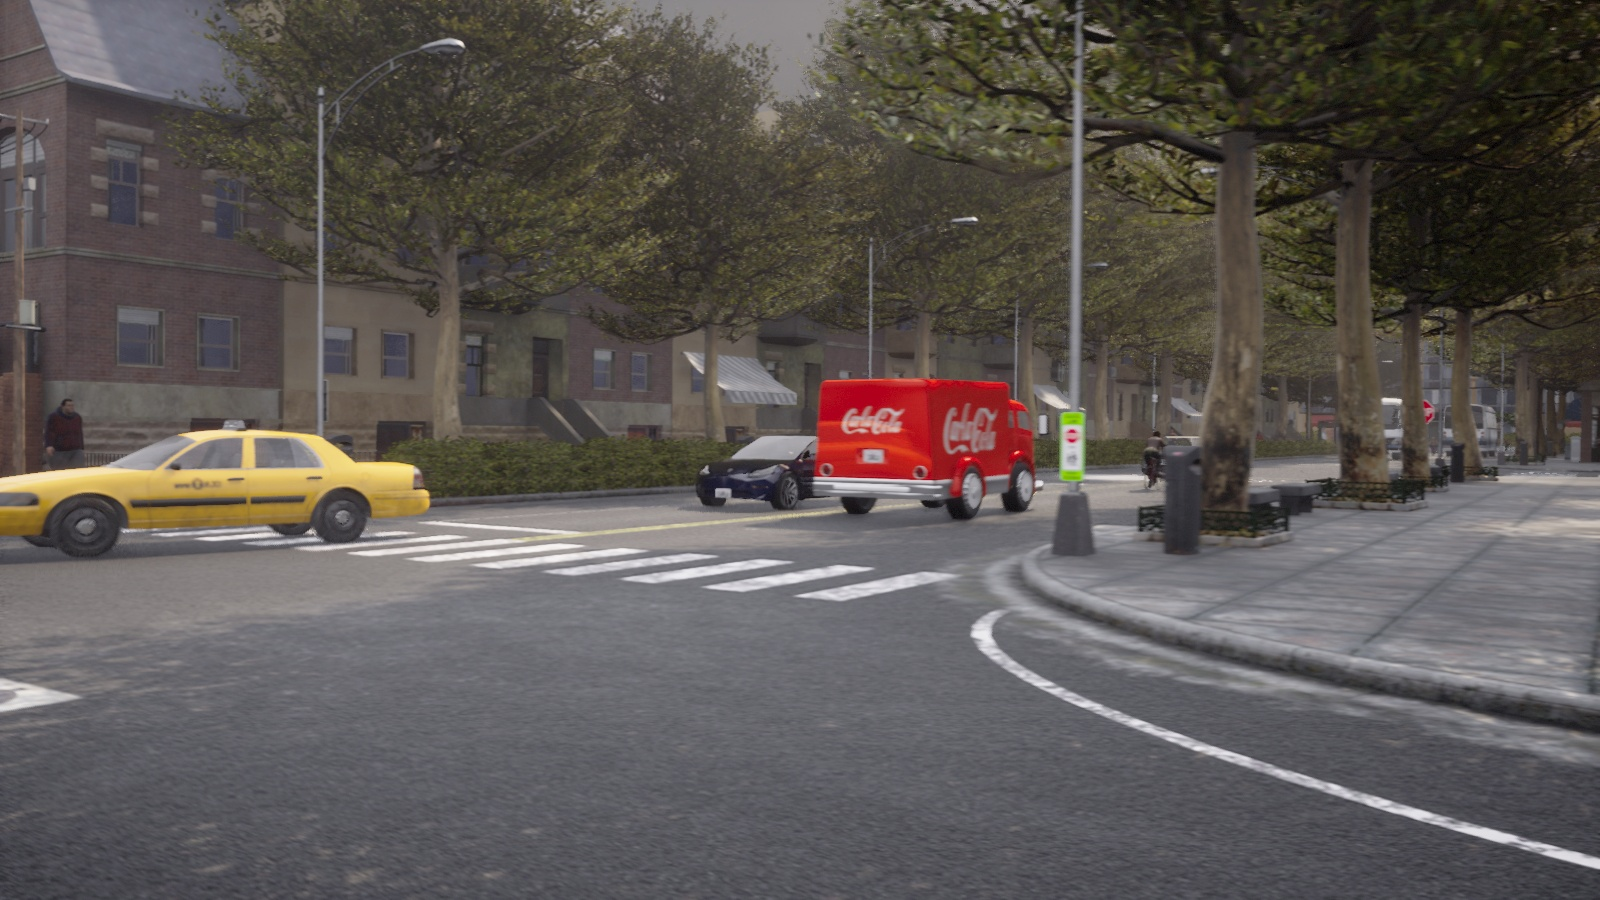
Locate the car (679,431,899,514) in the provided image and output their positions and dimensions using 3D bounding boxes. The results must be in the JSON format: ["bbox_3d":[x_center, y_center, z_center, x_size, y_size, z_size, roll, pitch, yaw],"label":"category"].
[{"bbox_3d":[-0.094,0.383,25.564,2.163,1.488,4.792,0,1,33],"label":"car"}]

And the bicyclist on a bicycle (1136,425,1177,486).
[{"bbox_3d":[9.674,0.131,34.071,0.582,1.620,1.656,0,1,33],"label":"bicyclist on a bicycle"}]

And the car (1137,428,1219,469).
[{"bbox_3d":[14.355,-0.083,47.583,1.970,1.475,3.806,0,1,33],"label":"car"}]

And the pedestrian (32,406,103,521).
[{"bbox_3d":[-11.985,0.210,20.548,0.899,1.844,0.634,0,1,31],"label":"pedestrian"}]

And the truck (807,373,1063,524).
[{"bbox_3d":[2.671,-0.091,23.396,2.627,2.467,5.204,0,2,33],"label":"truck"}]

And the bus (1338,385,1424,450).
[{"bbox_3d":[40.731,-2.212,87.752,3.944,4.253,10.273,0,1,33],"label":"bus"}]

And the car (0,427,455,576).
[{"bbox_3d":[-7.257,0.520,15.838,5.366,1.575,1.801,-1,1,-43],"label":"car"}]
